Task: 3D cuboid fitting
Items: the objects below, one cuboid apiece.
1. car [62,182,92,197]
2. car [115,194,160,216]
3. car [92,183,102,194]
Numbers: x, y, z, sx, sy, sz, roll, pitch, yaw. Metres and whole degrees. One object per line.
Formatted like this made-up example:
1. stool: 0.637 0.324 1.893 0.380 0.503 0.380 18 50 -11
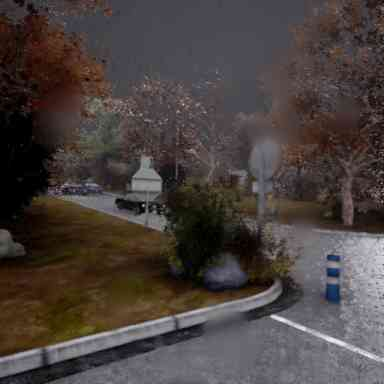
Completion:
1. car: -13.063 -0.256 37.119 1.994 1.385 4.181 2 2 -34
2. car: -3.598 0.832 22.927 1.895 1.301 4.718 2 2 -34
3. car: -13.171 -0.518 43.481 1.812 1.442 4.674 2 2 -34
